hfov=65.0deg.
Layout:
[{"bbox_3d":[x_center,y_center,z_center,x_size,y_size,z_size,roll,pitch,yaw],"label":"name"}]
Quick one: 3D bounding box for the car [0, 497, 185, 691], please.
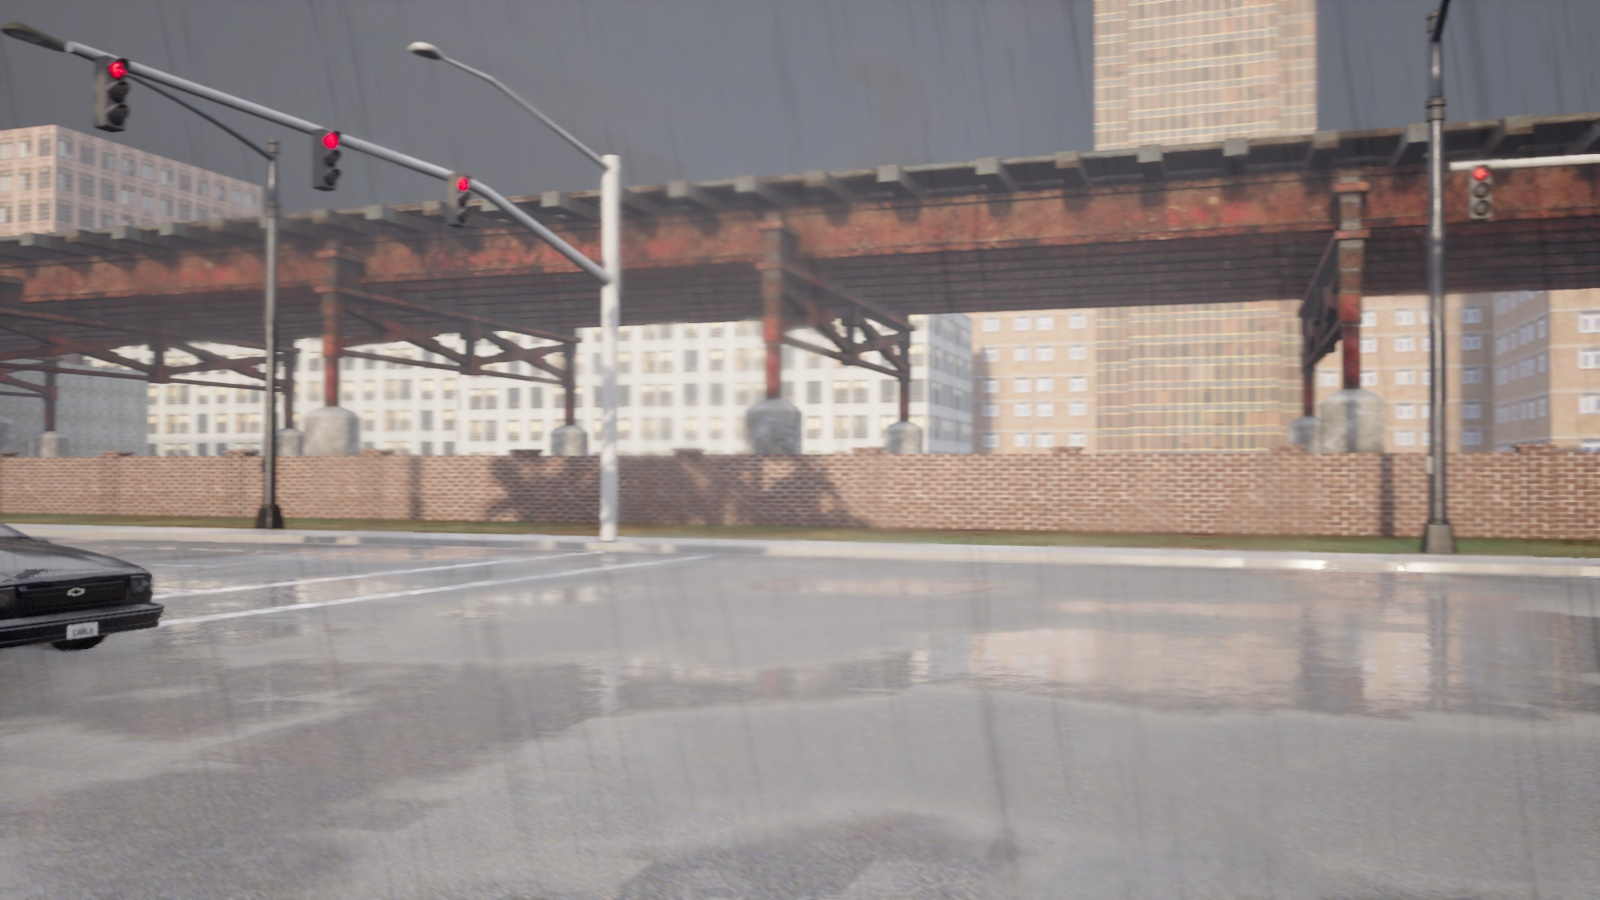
[{"bbox_3d":[-8.264,1.133,10.951,5.357,1.411,2.033,-1,-1,19],"label":"car"}]
